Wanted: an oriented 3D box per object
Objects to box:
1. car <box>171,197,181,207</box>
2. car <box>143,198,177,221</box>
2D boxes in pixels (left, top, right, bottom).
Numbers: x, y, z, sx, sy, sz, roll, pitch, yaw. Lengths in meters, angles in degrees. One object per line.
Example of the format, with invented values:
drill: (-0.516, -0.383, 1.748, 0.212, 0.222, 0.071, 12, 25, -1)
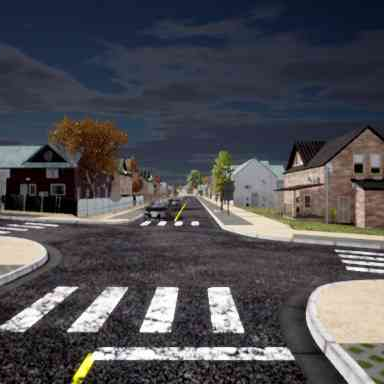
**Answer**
car: (-2.674, 1.519, 52.636, 2.128, 1.511, 4.902, 0, 0, 0)
car: (-2.737, 1.506, 27.435, 2.128, 1.511, 4.902, 0, 0, 2)
